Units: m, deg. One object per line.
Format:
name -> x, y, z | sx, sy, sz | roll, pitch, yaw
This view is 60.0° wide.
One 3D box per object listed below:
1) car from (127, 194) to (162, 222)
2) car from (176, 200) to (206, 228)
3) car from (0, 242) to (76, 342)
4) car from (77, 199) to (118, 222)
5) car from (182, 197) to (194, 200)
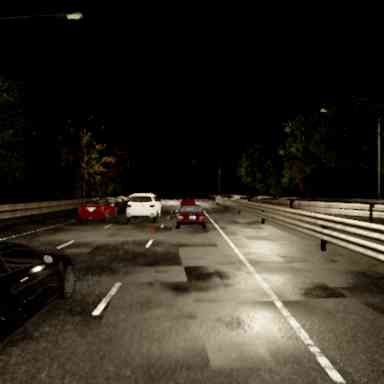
car -> -3.642, 1.168, 25.877 | 2.150, 2.045, 5.566 | 0, 0, -1
car -> -0.070, 1.500, 21.493 | 2.033, 1.411, 5.357 | 0, 0, -1
car -> -3.422, 1.513, 5.334 | 1.812, 1.442, 4.674 | 0, 0, 0
car -> -7.140, 1.300, 25.557 | 2.097, 1.767, 4.553 | 0, 0, -1
car -> -0.479, 1.402, 40.788 | 1.882, 1.535, 5.008 | 0, 0, -1
